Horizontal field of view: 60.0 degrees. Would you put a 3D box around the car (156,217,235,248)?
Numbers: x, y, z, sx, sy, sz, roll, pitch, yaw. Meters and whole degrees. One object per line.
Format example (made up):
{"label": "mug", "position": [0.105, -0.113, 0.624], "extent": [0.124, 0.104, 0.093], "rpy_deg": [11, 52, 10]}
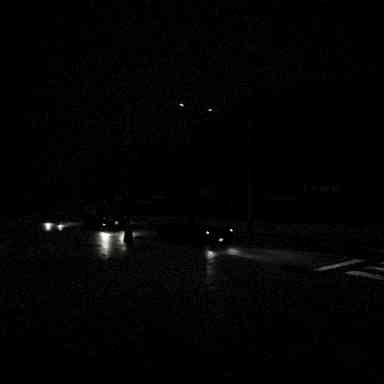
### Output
{"label": "car", "position": [0.068, 2.006, 17.347], "extent": [1.895, 1.301, 4.718], "rpy_deg": [0, -2, -36]}

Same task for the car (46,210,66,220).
{"label": "car", "position": [-21.533, 3.596, 52.483], "extent": [1.994, 1.385, 4.181], "rpy_deg": [0, -2, -36]}

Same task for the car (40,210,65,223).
{"label": "car", "position": [-18.305, 3.245, 43.092], "extent": [1.895, 1.301, 4.718], "rpy_deg": [0, -2, -35]}

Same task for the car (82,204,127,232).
{"label": "car", "position": [-7.384, 2.085, 27.724], "extent": [2.150, 2.045, 5.566], "rpy_deg": [0, -1, -36]}
